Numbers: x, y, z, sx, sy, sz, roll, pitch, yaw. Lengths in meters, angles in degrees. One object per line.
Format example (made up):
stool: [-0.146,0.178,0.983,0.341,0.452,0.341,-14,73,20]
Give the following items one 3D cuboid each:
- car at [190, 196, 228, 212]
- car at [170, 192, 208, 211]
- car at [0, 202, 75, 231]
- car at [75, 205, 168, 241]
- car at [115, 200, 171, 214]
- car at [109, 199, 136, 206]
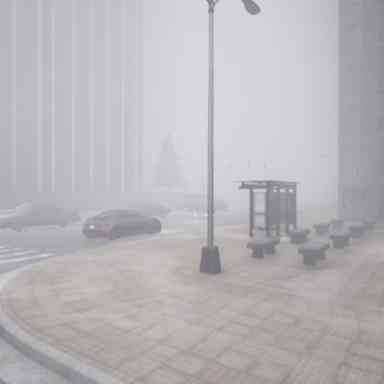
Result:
car: [2.263,1.494,37.139,1.837,1.490,4.892,0,0,36]
car: [0.194,1.199,40.235,2.150,2.045,5.566,0,0,37]
car: [-9.635,1.537,20.773,2.033,1.411,5.357,0,0,36]
car: [-3.436,1.578,16.915,1.994,1.385,4.181,0,0,35]
car: [-3.955,1.590,28.607,1.895,1.301,4.718,0,0,36]
car: [-6.042,1.469,31.685,2.128,1.511,4.902,0,0,36]
